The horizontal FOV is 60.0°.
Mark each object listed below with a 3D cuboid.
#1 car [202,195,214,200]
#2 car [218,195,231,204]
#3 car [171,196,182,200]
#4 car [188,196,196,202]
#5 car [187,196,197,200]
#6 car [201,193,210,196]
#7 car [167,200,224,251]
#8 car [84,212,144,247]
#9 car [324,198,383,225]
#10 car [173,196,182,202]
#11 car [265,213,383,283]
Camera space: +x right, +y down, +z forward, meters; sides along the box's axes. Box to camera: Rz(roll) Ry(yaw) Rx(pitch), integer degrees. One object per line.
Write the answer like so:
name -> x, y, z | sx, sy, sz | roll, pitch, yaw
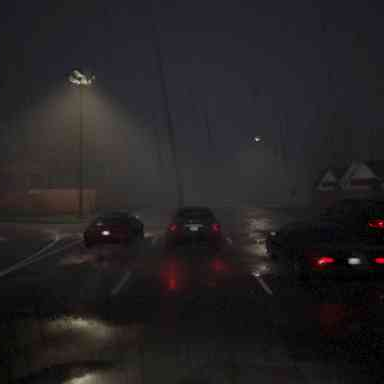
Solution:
car -> 3.515, 1.748, 70.065 | 1.895, 1.301, 4.718 | 0, 0, 0
car -> 7.015, 1.629, 68.882 | 1.882, 1.535, 5.008 | 0, 0, 0
car -> -3.485, 1.691, 68.882 | 2.033, 1.411, 5.357 | 0, 0, 0
car -> 0.017, 1.586, 79.302 | 1.994, 1.385, 4.181 | 0, 0, 0
car -> 0.015, 1.669, 68.882 | 2.128, 1.511, 4.902 | 0, 0, 0
car -> 3.517, 1.327, 80.163 | 2.150, 2.045, 5.566 | 0, 0, 0
car -> 0.088, 1.386, 14.416 | 2.097, 1.767, 4.553 | 0, 0, 0
car -> -3.408, 1.600, 15.177 | 1.994, 1.385, 4.181 | 0, 0, 0
car -> 7.088, 1.253, 13.814 | 2.150, 2.045, 5.566 | 0, 0, 0
car -> -3.483, 1.586, 79.303 | 1.994, 1.385, 4.181 | 0, 0, 0
car -> 3.569, 1.571, 9.792 | 2.033, 1.411, 5.357 | 0, 0, 0
